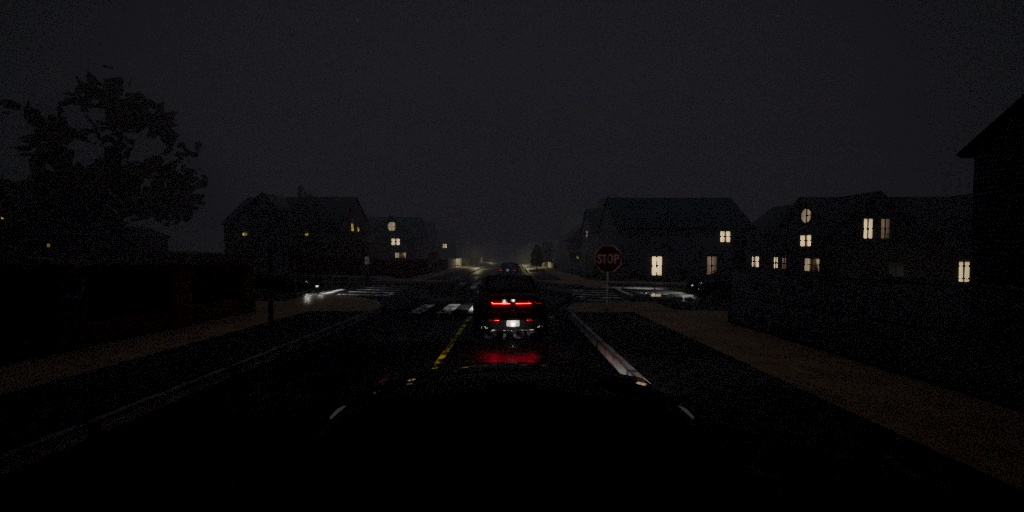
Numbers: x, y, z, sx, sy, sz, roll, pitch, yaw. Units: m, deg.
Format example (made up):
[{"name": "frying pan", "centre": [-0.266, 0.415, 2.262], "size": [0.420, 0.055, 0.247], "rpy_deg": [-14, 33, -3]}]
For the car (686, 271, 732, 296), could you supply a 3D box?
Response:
[{"name": "car", "centre": [12.510, 1.567, 20.851], "size": [4.181, 1.385, 1.994], "rpy_deg": [1, 1, 1]}]

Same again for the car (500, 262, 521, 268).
[{"name": "car", "centre": [-0.194, 1.287, 33.690], "size": [2.033, 1.411, 5.357], "rpy_deg": [0, 0, 4]}]

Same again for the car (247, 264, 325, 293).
[{"name": "car", "centre": [-12.571, 1.095, 18.277], "size": [5.357, 1.411, 2.033], "rpy_deg": [1, 1, 1]}]

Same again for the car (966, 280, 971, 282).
[{"name": "car", "centre": [28.058, 1.893, 20.617], "size": [5.357, 1.411, 2.033], "rpy_deg": [1, 1, 1]}]

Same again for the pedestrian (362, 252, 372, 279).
[{"name": "pedestrian", "centre": [-9.701, 0.611, 24.084], "size": [0.375, 1.860, 0.375], "rpy_deg": [0, 0, 1]}]

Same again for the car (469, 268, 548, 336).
[{"name": "car", "centre": [-0.150, 1.252, 10.387], "size": [1.837, 1.490, 4.892], "rpy_deg": [0, 0, -4]}]

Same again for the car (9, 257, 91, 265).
[{"name": "car", "centre": [-23.359, 0.832, 18.440], "size": [4.892, 1.490, 1.837], "rpy_deg": [1, 1, 1]}]
